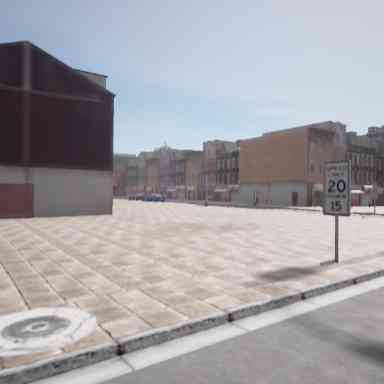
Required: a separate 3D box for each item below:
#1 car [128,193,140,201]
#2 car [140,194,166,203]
[{"bbox_3d":[-10.438,1.024,62.660,1.837,1.490,4.892,1,0,-35],"label":"car"},{"bbox_3d":[-6.390,1.057,56.949,1.882,1.535,5.008,1,0,-35],"label":"car"}]
